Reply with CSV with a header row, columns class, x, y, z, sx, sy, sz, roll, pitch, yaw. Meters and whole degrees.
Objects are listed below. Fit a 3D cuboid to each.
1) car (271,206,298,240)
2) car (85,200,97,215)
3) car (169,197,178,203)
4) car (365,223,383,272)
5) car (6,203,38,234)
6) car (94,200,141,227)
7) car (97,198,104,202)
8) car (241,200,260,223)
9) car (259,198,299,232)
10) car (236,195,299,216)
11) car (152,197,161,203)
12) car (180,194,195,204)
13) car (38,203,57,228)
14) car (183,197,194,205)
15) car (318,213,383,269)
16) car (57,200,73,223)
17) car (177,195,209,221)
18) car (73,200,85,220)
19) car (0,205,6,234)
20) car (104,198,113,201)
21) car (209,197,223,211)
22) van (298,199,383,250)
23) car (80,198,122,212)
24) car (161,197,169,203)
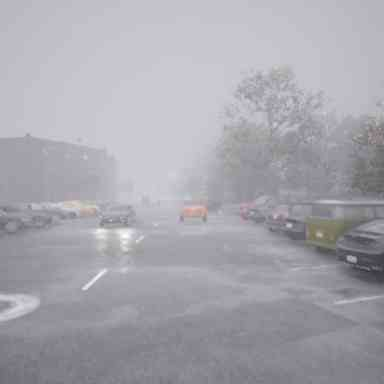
class,x,y,z,sx,sy,sz,roll,pitch,yaw
car,6.425,1.536,15.303,4.792,1.488,2.163,1,0,-20
car,-11.588,1.544,29.906,5.366,1.575,1.946,-1,0,-20
car,-3.470,2.023,82.591,2.231,1.521,4.892,0,-1,-18
car,6.224,1.485,6.394,5.366,1.575,1.946,1,0,-20
car,-11.422,1.514,18.238,4.892,1.521,2.231,-1,0,-20
car,-5.089,1.546,23.316,1.837,1.490,4.892,0,0,0
car,-11.418,1.593,32.910,4.674,1.452,2.002,-1,0,-20
car,6.424,1.559,24.138,4.792,1.488,2.163,1,0,-20
car,6.372,1.387,18.227,4.553,1.767,2.185,1,0,-20
car,6.376,1.286,27.057,5.566,2.045,2.435,1,0,-20
car,-8.428,2.203,92.760,2.231,1.521,4.892,-1,-1,-35
car,-1.015,1.574,71.432,2.435,2.045,5.566,0,-1,-7
car,-11.388,1.550,21.185,4.792,1.488,2.163,-1,0,-20
car,-0.654,1.739,65.445,2.097,1.535,5.008,0,-1,-1
car,6.390,1.495,9.404,4.892,1.521,2.231,1,0,-20
car,-11.426,1.530,24.111,4.892,1.521,2.231,-1,0,-20
car,0.100,1.406,28.100,2.097,1.767,4.553,0,0,0
car,-11.418,1.577,27.041,4.674,1.452,2.002,-1,0,-20
car,-11.448,1.381,15.298,4.553,1.767,2.185,-1,0,-20
car,-11.423,1.562,35.843,4.892,1.521,2.231,-1,0,-20
car,2.278,1.422,43.622,2.097,1.767,4.553,1,1,29
van,6.506,1.276,12.394,4.442,1.987,1.878,1,0,-20
car,-11.413,1.579,41.706,4.892,1.521,2.231,-1,0,-20
car,-5.676,2.117,87.890,2.097,1.535,5.008,-1,-1,-27
